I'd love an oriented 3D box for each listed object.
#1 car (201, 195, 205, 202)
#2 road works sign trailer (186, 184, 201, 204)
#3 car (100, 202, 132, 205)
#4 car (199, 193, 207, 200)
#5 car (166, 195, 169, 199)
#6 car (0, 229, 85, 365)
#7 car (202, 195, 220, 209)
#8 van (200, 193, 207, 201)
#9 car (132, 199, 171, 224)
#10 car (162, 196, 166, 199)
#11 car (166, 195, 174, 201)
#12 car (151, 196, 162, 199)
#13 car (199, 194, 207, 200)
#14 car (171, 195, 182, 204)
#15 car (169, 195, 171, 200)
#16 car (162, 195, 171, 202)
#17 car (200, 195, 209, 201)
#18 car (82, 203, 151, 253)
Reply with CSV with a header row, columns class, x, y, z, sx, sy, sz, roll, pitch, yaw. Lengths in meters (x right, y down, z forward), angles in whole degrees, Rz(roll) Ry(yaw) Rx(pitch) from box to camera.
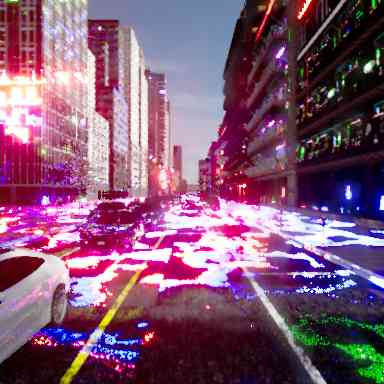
class,x,y,z,sx,sy,sz,roll,pitch,yaw
car,2.827,1.480,50.347,2.008,1.369,4.403,0,0,0
road works sign trailer,0.166,0.381,60.620,2.380,3.560,2.880,0,0,0
car,-5.632,1.395,22.707,1.967,1.590,4.097,0,0,0
car,2.873,1.355,66.944,1.967,1.590,4.097,0,0,0
car,-5.539,1.466,55.902,2.008,1.369,4.403,0,0,0
car,-3.093,1.514,4.246,1.812,1.442,4.674,0,0,0
car,2.811,1.487,44.814,2.008,1.369,4.403,0,0,0
van,2.919,1.249,83.542,1.690,1.788,3.998,0,0,0
car,-2.984,1.503,24.387,2.033,1.411,5.357,0,0,1
car,-5.554,1.361,50.371,1.967,1.590,4.097,0,0,0
car,-5.461,1.481,83.566,1.802,1.307,4.206,0,0,0
car,-5.569,1.478,44.838,2.008,1.369,4.403,0,0,0
car,2.934,1.346,89.075,1.967,1.590,4.097,0,0,0
car,-2.862,1.438,61.789,1.812,1.442,4.674,0,0,1
car,-5.523,1.455,61.435,1.887,1.381,4.507,0,0,0
car,-5.492,1.428,72.330,1.752,1.417,4.829,0,0,0
car,2.903,1.491,78.010,1.802,1.307,4.206,0,0,0
car,-3.057,1.450,13.716,1.882,1.535,5.008,0,0,0
